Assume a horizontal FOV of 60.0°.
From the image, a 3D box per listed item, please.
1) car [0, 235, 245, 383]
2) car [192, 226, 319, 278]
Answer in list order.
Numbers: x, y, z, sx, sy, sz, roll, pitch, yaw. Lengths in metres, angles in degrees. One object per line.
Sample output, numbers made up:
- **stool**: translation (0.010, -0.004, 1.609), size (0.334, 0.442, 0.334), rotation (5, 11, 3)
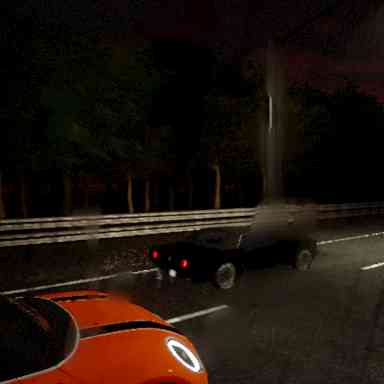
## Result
- **car**: translation (-2.047, 1.354, 2.294), size (4.553, 1.767, 2.097), rotation (0, 0, -36)
- **car**: translation (1.341, 1.581, 9.019), size (4.718, 1.301, 1.895), rotation (0, 0, -36)
